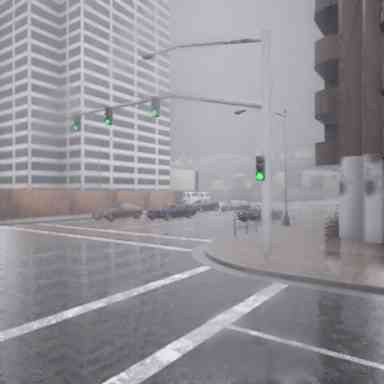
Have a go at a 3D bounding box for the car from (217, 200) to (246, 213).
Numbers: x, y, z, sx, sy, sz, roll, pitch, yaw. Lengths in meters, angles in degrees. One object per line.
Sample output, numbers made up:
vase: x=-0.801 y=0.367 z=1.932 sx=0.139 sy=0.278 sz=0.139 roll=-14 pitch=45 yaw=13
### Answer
car: x=5.023 y=1.590 z=37.318 sx=1.812 sy=1.442 sz=4.674 roll=0 pitch=0 yaw=35

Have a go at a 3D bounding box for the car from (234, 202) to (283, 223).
car: x=5.379 y=1.640 z=25.550 sx=1.895 sy=1.301 sz=4.718 roll=0 pitch=0 yaw=35

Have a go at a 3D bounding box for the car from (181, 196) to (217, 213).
car: x=1.257 y=1.555 z=38.064 sx=1.882 sy=1.535 sz=5.008 roll=0 pitch=0 yaw=36

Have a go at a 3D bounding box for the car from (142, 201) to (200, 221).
car: x=-1.679 y=1.665 z=27.860 sx=1.895 sy=1.301 sz=4.718 roll=0 pitch=0 yaw=35

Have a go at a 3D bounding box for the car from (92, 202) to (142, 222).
car: x=-6.077 y=1.603 z=27.663 sx=1.812 sy=1.442 sz=4.674 roll=0 pitch=0 yaw=34
